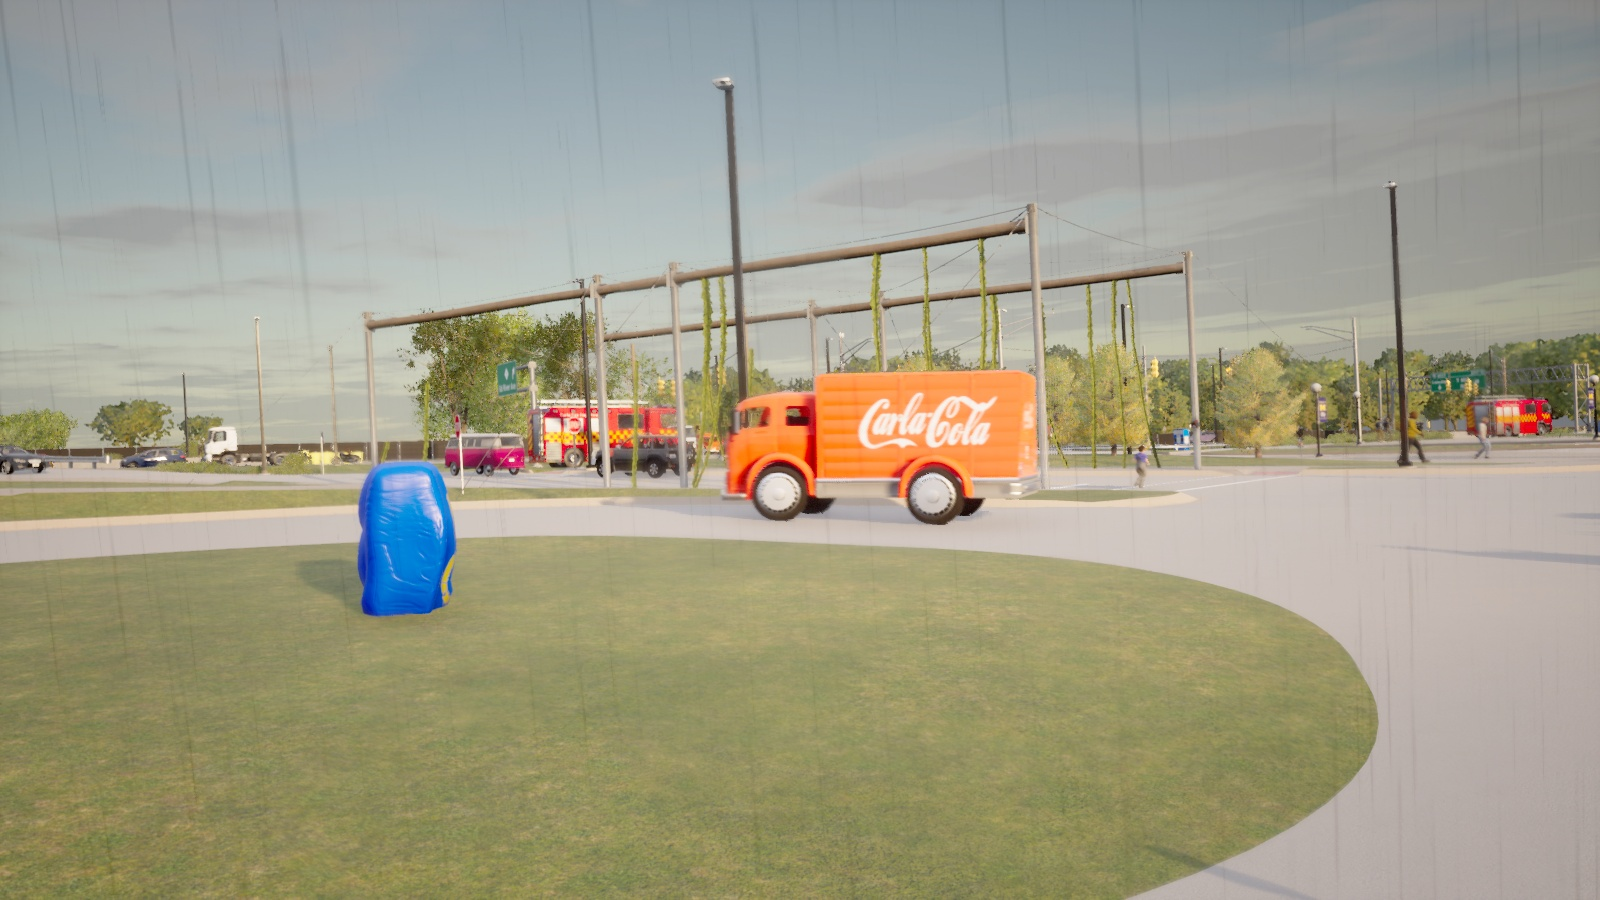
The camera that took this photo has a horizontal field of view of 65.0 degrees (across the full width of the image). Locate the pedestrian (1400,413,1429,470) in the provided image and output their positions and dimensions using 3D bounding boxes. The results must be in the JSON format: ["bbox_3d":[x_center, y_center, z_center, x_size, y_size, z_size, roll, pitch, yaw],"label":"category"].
[{"bbox_3d":[20.159,-0.281,41.209,0.726,1.835,0.370,-2,0,36],"label":"pedestrian"}]

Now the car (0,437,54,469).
[{"bbox_3d":[-41.898,0.133,66.015,4.902,1.511,2.128,1,2,23],"label":"car"}]

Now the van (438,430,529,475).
[{"bbox_3d":[-14.896,0.085,59.001,4.442,1.987,1.775,0,2,38],"label":"van"}]

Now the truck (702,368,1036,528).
[{"bbox_3d":[1.246,-0.037,21.442,5.204,2.467,2.627,0,0,18],"label":"truck"}]

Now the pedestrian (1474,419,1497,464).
[{"bbox_3d":[28.547,-0.344,52.324,0.354,1.836,0.706,-3,0,-35],"label":"pedestrian"}]

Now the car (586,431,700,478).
[{"bbox_3d":[-6.653,0.173,53.077,4.605,1.855,1.932,0,2,34],"label":"car"}]

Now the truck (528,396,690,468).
[{"bbox_3d":[-10.659,-0.969,70.455,8.468,3.827,2.891,0,-1,-30],"label":"truck"}]

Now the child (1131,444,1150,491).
[{"bbox_3d":[9.422,0.478,34.735,0.437,1.263,0.270,-3,0,-44],"label":"child"}]
